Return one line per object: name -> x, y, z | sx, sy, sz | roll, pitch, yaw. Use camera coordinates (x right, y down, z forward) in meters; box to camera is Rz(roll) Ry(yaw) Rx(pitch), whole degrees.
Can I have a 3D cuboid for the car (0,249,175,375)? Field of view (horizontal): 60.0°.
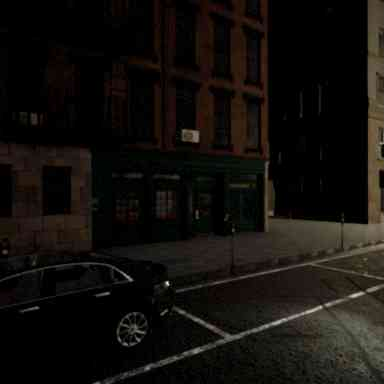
car -> -2.315, 1.549, 4.539 | 4.403, 1.369, 2.008 | 0, 0, -36
